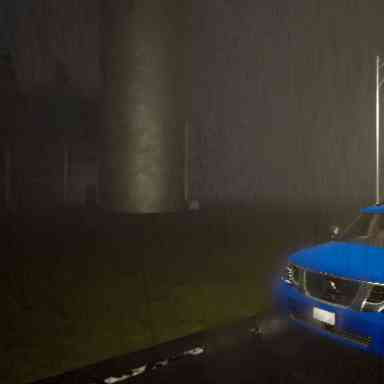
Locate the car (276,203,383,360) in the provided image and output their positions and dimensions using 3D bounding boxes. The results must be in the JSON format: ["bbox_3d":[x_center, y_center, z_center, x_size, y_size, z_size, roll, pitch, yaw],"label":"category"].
[{"bbox_3d":[3.951,1.219,5.789,5.566,2.045,2.150,0,0,-34],"label":"car"}]
